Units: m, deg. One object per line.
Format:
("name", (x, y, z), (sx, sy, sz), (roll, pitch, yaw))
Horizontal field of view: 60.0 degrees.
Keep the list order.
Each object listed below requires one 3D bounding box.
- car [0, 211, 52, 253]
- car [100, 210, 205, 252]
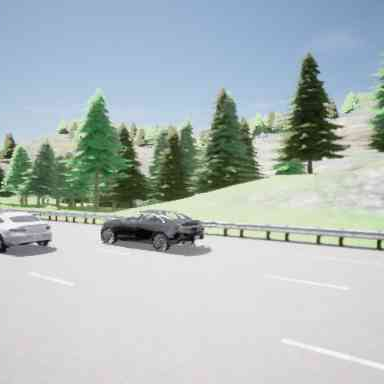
("car", (-7.632, 1.525, 13.731), (4.674, 1.442, 1.812), (0, 0, 35))
("car", (-1.783, 1.492, 13.861), (4.902, 1.511, 2.128), (0, 0, 35))
